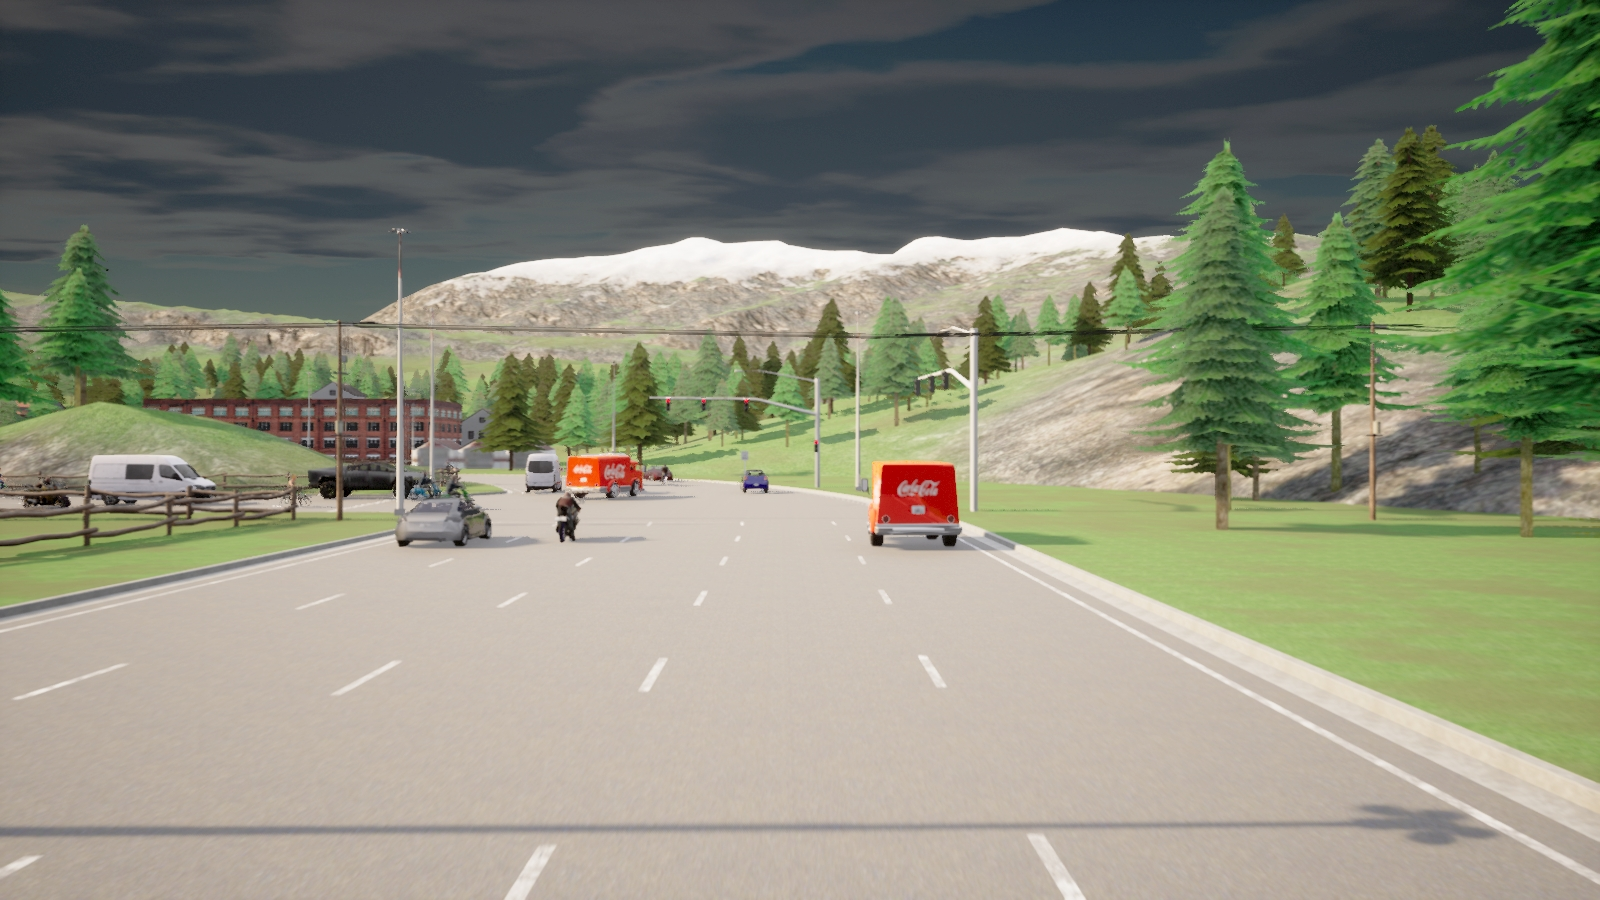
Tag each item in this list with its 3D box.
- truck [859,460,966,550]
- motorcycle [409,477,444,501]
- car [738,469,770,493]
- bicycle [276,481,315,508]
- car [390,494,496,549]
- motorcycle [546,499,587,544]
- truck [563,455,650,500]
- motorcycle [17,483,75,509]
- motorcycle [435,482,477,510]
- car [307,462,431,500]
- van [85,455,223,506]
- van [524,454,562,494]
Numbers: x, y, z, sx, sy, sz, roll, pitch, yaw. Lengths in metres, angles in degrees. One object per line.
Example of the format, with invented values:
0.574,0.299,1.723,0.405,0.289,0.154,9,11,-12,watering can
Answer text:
3.274,1.568,34.511,2.627,2.467,5.204,0,0,-1,truck
-20.555,2.143,62.875,1.805,1.316,0.856,0,-2,-15,motorcycle
-3.113,2.038,76.494,1.845,1.501,3.633,0,0,-8,car
-24.399,2.159,55.275,1.487,1.276,0.859,0,0,-1,bicycle
-10.729,2.119,34.616,1.994,1.385,4.181,0,0,-1,car
-7.256,2.205,35.567,0.867,1.251,2.209,0,0,-1,motorcycle
-11.283,1.573,67.080,2.627,2.467,5.204,1,1,24,truck
-36.289,2.207,55.028,2.209,1.251,0.867,0,0,-1,motorcycle
-16.038,2.143,53.208,1.805,1.316,0.856,0,-3,-22,motorcycle
-24.752,1.755,65.770,6.274,2.098,2.390,0,0,-1,car
-33.061,1.536,58.581,5.915,2.561,1.988,0,0,-1,van
-17.156,1.535,76.511,1.988,2.561,5.915,0,0,-8,van
